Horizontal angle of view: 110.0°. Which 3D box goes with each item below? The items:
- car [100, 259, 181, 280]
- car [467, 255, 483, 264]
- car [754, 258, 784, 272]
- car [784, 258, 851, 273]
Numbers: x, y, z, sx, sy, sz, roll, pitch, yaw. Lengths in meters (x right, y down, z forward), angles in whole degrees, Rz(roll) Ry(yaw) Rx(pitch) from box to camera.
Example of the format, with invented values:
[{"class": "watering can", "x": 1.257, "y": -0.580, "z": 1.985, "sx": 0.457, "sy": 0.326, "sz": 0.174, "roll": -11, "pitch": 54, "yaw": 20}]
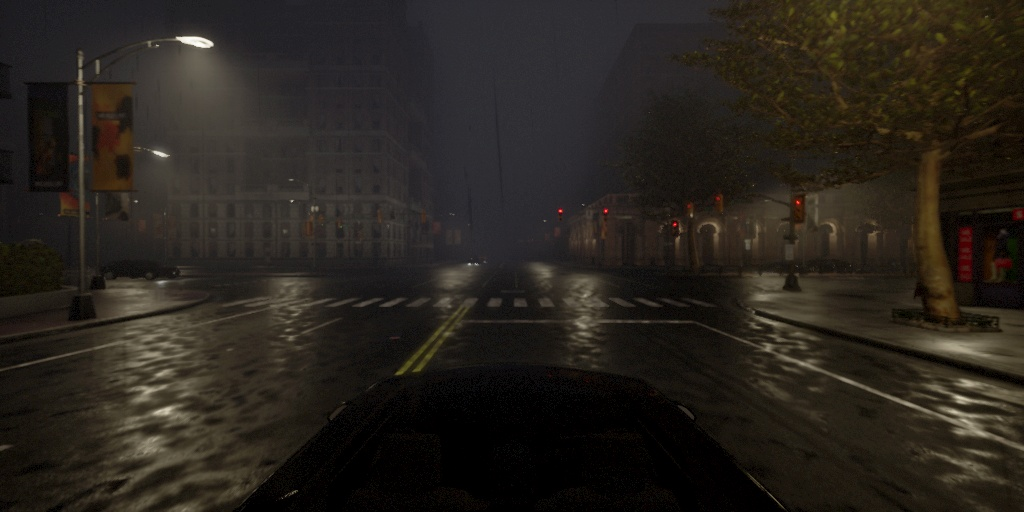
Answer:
[{"class": "car", "x": -27.547, "y": 1.004, "z": 26.686, "sx": 4.892, "sy": 1.490, "sz": 1.837, "roll": 1, "pitch": 1, "yaw": 1}, {"class": "car", "x": -6.869, "y": 0.688, "z": 64.857, "sx": 1.994, "sy": 1.385, "sz": 4.181, "roll": 0, "pitch": 1, "yaw": 1}, {"class": "car", "x": 28.826, "y": 0.940, "z": 37.912, "sx": 5.357, "sy": 1.411, "sz": 2.033, "roll": 0, "pitch": 1, "yaw": 1}, {"class": "car", "x": 29.557, "y": 0.933, "z": 34.406, "sx": 4.892, "sy": 1.490, "sz": 1.837, "roll": 0, "pitch": 1, "yaw": 1}]
